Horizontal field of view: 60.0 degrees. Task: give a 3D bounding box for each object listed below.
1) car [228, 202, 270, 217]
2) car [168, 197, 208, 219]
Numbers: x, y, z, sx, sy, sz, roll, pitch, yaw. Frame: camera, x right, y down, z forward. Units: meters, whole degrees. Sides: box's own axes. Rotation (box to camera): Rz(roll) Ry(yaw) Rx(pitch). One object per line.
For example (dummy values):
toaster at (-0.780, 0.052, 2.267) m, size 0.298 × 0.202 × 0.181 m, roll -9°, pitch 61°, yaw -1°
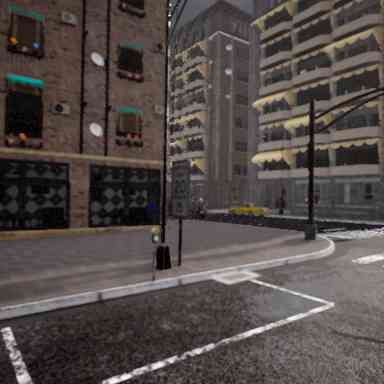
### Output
car at (5.638, 1.706, 33.614) m, size 1.752 × 1.417 × 4.829 m, roll 1°, pitch -1°, yaw -35°
car at (-0.685, 1.325, 28.917) m, size 2.192 × 1.841 × 5.009 m, roll 1°, pitch -1°, yaw -35°
